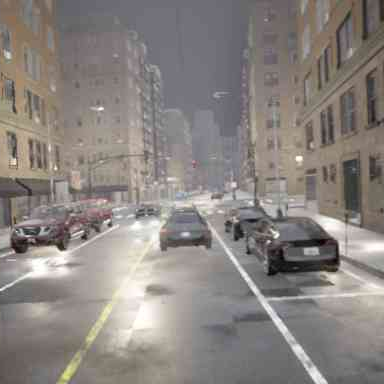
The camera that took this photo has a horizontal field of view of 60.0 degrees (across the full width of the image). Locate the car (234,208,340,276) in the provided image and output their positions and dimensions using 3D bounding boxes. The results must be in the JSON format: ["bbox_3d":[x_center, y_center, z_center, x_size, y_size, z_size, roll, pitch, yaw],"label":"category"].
[{"bbox_3d":[2.630,1.348,9.544,1.947,1.339,4.313,-3,1,-1],"label":"car"}]

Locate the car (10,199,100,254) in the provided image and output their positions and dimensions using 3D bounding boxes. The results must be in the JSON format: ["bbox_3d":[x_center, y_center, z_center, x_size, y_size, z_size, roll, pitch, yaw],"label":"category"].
[{"bbox_3d":[-6.031,1.455,14.836,2.192,1.841,5.009,-3,1,-1],"label":"car"}]

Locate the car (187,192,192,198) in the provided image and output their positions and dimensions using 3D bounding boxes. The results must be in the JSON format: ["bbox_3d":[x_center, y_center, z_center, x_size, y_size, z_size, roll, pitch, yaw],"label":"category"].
[{"bbox_3d":[-1.985,0.698,76.901,1.967,1.590,4.097,-3,1,8],"label":"car"}]

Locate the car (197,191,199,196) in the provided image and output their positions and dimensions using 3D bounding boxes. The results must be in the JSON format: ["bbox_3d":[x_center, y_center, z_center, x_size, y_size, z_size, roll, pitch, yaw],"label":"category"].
[{"bbox_3d":[0.174,0.559,93.249,1.802,1.307,4.206,-3,1,8],"label":"car"}]

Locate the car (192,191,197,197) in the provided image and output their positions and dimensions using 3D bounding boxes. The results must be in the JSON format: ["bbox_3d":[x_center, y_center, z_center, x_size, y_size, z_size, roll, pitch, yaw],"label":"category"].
[{"bbox_3d":[-0.569,0.597,87.631,1.752,1.417,4.829,-3,1,8],"label":"car"}]

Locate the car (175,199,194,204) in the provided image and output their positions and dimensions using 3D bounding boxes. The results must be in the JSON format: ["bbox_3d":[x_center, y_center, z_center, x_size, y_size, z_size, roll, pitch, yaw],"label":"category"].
[{"bbox_3d":[-0.558,1.394,23.681,1.895,1.301,4.718,-3,1,-1],"label":"car"}]

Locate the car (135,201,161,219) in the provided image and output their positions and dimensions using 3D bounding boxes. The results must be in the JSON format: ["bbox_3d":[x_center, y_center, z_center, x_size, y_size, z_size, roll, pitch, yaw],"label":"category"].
[{"bbox_3d":[-3.675,1.493,28.502,1.895,1.301,4.718,-3,1,-1],"label":"car"}]

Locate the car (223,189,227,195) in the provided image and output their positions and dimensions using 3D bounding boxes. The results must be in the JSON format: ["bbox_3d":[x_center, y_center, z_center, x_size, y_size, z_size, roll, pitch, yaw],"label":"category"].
[{"bbox_3d":[5.748,0.546,70.335,1.947,1.339,4.313,-3,1,8],"label":"car"}]

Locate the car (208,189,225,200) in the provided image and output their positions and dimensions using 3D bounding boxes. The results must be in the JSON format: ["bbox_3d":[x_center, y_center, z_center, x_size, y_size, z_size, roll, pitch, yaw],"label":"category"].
[{"bbox_3d":[4.314,0.743,59.437,1.947,1.339,4.313,-3,1,8],"label":"car"}]

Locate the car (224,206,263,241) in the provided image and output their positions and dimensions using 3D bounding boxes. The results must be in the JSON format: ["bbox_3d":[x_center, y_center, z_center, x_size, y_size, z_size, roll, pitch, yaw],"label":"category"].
[{"bbox_3d":[2.496,1.301,15.049,1.947,1.339,4.313,-3,1,-1],"label":"car"}]

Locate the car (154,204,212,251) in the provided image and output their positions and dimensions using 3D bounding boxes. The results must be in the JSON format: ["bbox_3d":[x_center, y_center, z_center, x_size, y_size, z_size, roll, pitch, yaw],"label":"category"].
[{"bbox_3d":[-0.273,1.443,13.709,1.994,1.385,4.181,-3,1,-1],"label":"car"}]

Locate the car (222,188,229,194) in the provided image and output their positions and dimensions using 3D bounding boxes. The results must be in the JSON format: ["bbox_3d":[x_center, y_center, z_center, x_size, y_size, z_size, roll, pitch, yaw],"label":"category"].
[{"bbox_3d":[8.603,-0.082,92.129,2.192,1.841,5.009,-3,1,8],"label":"car"}]

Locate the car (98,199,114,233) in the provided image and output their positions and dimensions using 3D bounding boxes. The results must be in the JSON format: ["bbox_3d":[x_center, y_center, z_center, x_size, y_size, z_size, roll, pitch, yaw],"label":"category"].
[{"bbox_3d":[-6.165,1.406,20.342,2.192,1.841,5.009,-3,1,-1],"label":"car"}]

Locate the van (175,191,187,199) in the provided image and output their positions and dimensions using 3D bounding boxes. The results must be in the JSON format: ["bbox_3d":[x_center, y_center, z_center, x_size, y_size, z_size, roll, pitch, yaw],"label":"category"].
[{"bbox_3d":[-2.707,0.696,71.451,1.690,1.788,3.998,-3,1,8],"label":"van"}]
